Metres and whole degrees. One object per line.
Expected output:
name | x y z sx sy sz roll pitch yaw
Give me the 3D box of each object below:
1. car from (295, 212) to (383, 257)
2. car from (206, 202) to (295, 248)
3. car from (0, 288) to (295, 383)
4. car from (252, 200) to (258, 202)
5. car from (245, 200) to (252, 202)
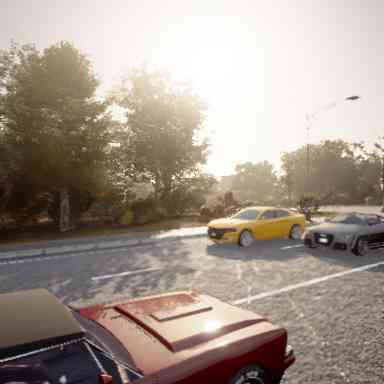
car | 6.167 1.472 12.643 4.181 1.385 1.994 0 0 -35
car | 2.908 1.395 14.632 5.008 1.535 1.882 0 0 -35
car | -1.273 1.596 2.839 4.718 1.301 1.895 -1 0 -35
car | 10.426 2.187 57.330 2.128 1.511 4.902 0 -3 -32
car | 7.175 2.233 55.921 2.128 1.511 4.902 0 -3 -32
